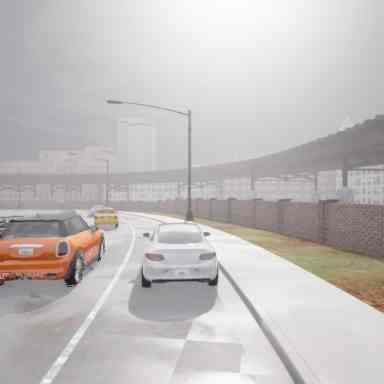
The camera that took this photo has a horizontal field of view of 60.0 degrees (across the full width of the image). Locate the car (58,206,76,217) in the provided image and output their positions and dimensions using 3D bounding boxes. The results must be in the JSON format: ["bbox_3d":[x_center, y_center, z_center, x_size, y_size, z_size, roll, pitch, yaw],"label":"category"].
[{"bbox_3d":[-16.676,2.607,44.294,1.895,1.301,4.718,0,-2,-26],"label":"car"}]

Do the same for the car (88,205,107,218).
[{"bbox_3d":[-12.283,2.461,43.009,1.812,1.442,4.674,0,-2,-23],"label":"car"}]

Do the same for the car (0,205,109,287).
[{"bbox_3d":[-3.947,1.412,9.694,2.097,1.767,4.553,0,-1,-5],"label":"car"}]

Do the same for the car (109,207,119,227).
[{"bbox_3d":[-6.809,1.901,26.382,1.801,1.575,5.366,0,-2,-14],"label":"car"}]

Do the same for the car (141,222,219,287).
[{"bbox_3d":[-0.407,1.583,9.382,1.812,1.442,4.674,0,-1,-5],"label":"car"}]
